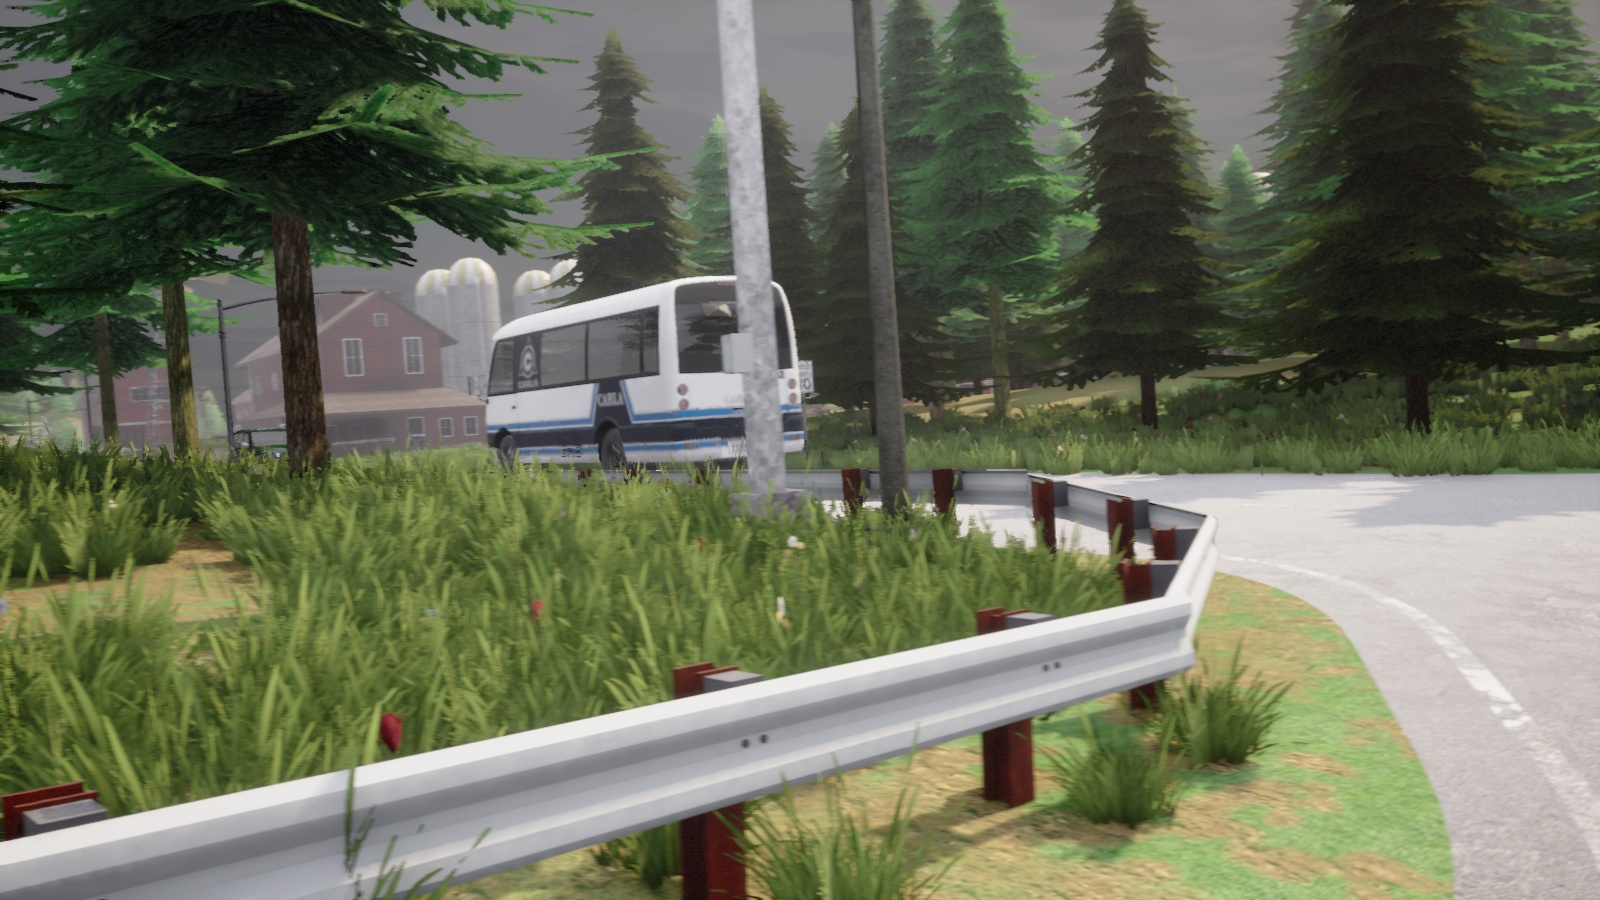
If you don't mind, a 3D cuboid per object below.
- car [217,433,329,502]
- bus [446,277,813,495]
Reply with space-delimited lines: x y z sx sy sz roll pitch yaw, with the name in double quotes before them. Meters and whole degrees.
"car" -18.147 0.618 43.102 2.150 2.045 5.566 -7 2 -36
"bus" -4.508 -1.284 30.031 3.944 4.253 10.273 -7 2 -36
